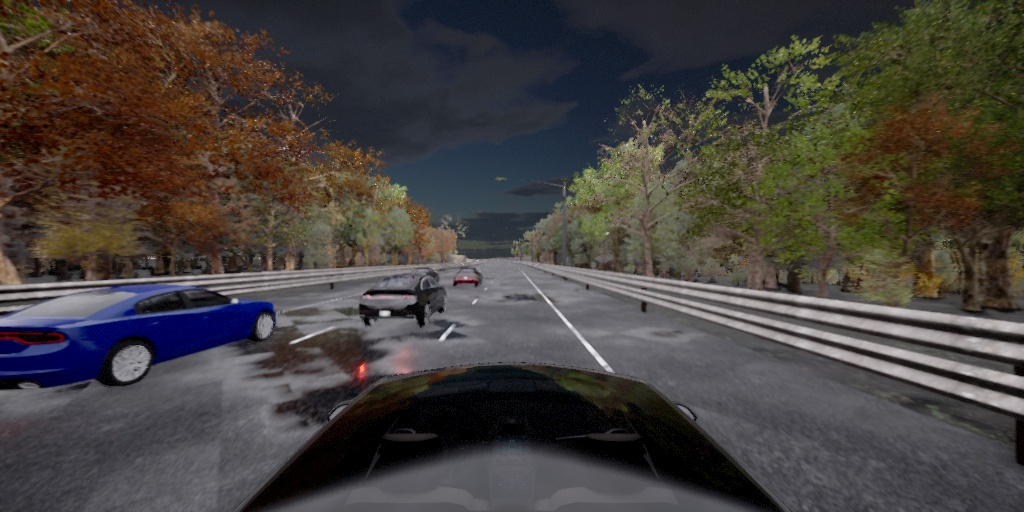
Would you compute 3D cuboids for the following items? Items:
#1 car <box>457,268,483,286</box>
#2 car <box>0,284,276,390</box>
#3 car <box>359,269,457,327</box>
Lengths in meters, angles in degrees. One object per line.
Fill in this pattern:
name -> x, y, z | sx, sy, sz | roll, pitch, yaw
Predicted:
car -> -3.419, 1.607, 28.413 | 1.994, 1.385, 4.181 | 0, -1, 0
car -> -6.909, 1.287, 7.076 | 1.882, 1.535, 5.008 | 0, -1, 0
car -> -3.408, 1.355, 12.039 | 2.128, 1.511, 4.902 | 0, -1, 0
